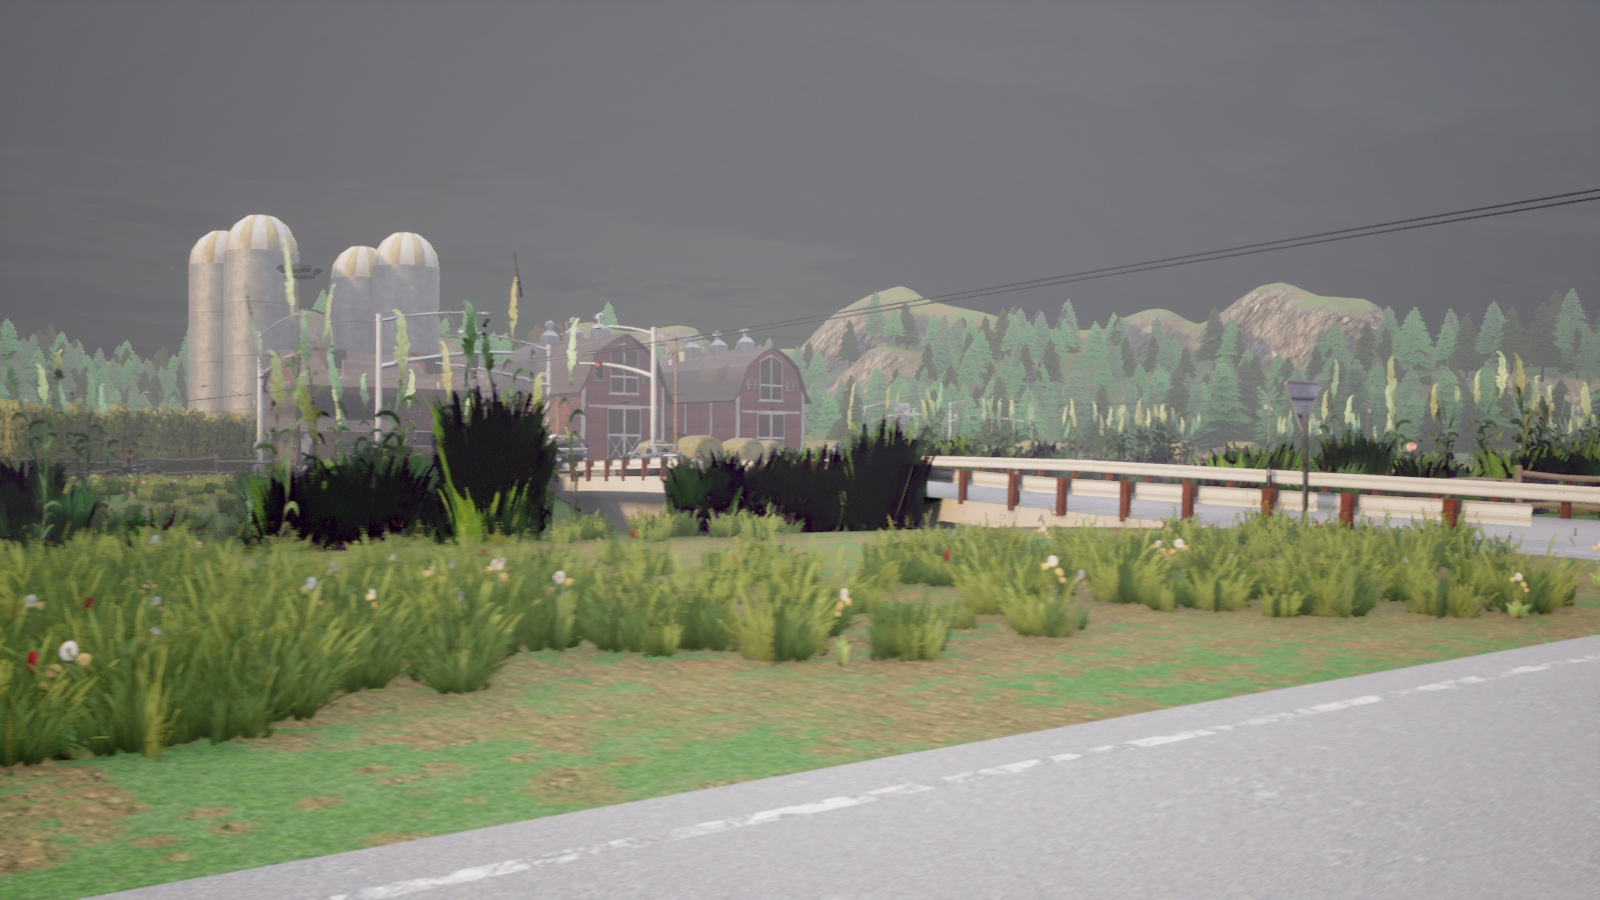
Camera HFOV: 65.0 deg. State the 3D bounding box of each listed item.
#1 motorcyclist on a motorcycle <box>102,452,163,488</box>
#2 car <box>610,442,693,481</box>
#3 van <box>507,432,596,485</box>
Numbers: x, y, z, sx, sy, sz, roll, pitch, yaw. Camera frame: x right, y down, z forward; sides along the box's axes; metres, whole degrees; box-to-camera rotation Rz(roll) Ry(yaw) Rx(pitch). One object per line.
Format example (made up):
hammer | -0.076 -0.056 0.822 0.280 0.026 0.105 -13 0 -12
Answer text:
motorcyclist on a motorcycle | -30.498 0.900 57.428 2.350 1.649 0.766 0 0 -40
car | -6.450 0.506 54.213 1.970 1.475 3.806 0 -3 -34
van | -10.768 0.404 54.262 2.069 2.038 4.480 0 -3 -36
